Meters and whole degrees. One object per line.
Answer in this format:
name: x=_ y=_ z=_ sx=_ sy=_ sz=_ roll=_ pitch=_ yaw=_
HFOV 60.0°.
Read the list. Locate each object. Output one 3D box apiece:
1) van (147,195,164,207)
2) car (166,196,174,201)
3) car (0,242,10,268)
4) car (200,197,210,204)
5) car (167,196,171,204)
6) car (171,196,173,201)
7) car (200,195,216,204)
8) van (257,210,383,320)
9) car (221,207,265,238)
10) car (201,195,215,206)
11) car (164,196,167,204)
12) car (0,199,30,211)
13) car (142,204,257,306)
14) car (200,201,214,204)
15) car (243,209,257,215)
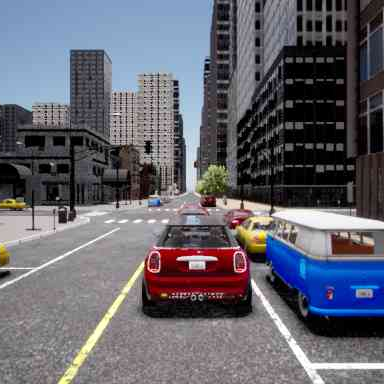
van: x=-5.760 y=1.395 z=50.730 sx=1.690 sy=1.788 sz=3.998 roll=0 pitch=0 yaw=0
car: x=-5.811 y=1.673 z=89.227 sx=1.752 sy=1.417 sz=4.829 roll=0 pitch=0 yaw=0
car: x=-5.701 y=1.525 z=6.847 sx=1.752 sy=1.417 sz=4.829 roll=0 pitch=0 yaw=0
car: x=2.599 y=1.655 z=67.316 sx=1.947 sy=1.339 sz=4.313 roll=0 pitch=0 yaw=0
car: x=-5.782 y=1.529 z=67.303 sx=1.967 sy=1.590 sz=4.097 roll=0 pitch=0 yaw=0
car: x=-5.789 y=1.653 z=72.825 sx=2.008 sy=1.369 sz=4.403 roll=0 pitch=0 yaw=0
car: x=2.620 y=1.369 z=50.743 sx=2.192 sy=1.841 sz=5.009 roll=0 pitch=0 yaw=0
van: x=2.678 y=1.341 z=7.028 sx=1.690 sy=1.788 sz=3.998 roll=0 pitch=0 yaw=0
car: x=2.663 y=1.587 z=18.355 sx=1.802 sy=1.307 sz=4.206 roll=0 pitch=0 yaw=0
car: x=2.612 y=1.380 z=56.268 sx=2.192 sy=1.841 sz=5.009 roll=0 pitch=0 yaw=0
car: x=-5.767 y=1.505 z=56.254 sx=1.967 sy=1.590 sz=4.097 roll=0 pitch=0 yaw=0
car: x=-21.460 y=1.469 z=38.541 sx=4.829 sy=1.417 sz=1.752 roll=0 pitch=0 yaw=0
car: x=0.089 y=1.352 z=8.168 sx=2.097 sy=1.767 sz=4.553 roll=0 pitch=0 yaw=0
car: x=0.077 y=1.482 z=17.374 sx=1.882 sy=1.535 sz=5.008 roll=0 pitch=0 yaw=0
car: x=2.671 y=1.527 z=12.863 sx=1.752 sy=1.417 sz=4.829 roll=0 pitch=0 yaw=0
